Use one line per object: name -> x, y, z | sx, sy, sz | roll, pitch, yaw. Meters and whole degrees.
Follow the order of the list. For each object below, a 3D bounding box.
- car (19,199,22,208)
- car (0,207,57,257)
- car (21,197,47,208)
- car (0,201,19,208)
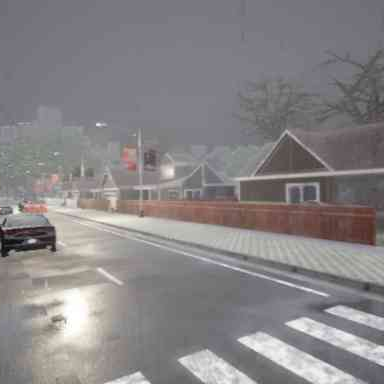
car -> -22.378, 1.714, 45.634 | 2.150, 2.045, 5.566 | -2, 0, -31
car -> -6.994, 1.636, 14.005 | 1.882, 1.535, 5.008 | -2, 0, -31
car -> -18.479, 1.758, 39.257 | 2.097, 1.767, 4.553 | -2, 0, -31
car -> -20.773, 1.964, 36.777 | 2.128, 1.511, 4.902 | -2, 0, -31
